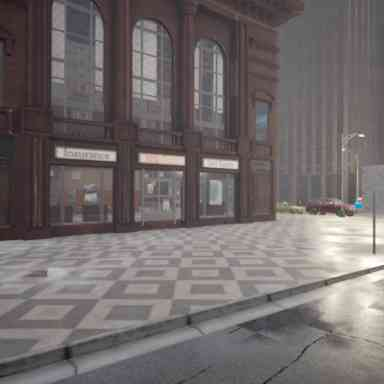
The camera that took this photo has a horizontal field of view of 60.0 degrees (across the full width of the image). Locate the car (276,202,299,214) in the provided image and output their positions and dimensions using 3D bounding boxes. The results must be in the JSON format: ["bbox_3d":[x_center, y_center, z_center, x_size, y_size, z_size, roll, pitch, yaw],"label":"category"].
[{"bbox_3d":[10.778,1.799,38.044,1.752,1.417,4.829,0,0,-35],"label":"car"}]

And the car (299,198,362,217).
[{"bbox_3d":[13.923,1.523,33.591,2.192,1.841,5.009,0,0,-35],"label":"car"}]

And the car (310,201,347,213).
[{"bbox_3d":[17.637,1.899,43.110,1.802,1.307,4.206,-1,0,-35],"label":"car"}]
